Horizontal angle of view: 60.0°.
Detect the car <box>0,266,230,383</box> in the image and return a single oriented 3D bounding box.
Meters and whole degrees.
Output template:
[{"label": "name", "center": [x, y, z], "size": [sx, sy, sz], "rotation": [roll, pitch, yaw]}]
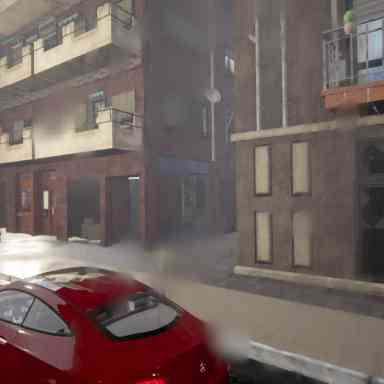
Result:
[{"label": "car", "center": [-1.566, 1.583, 3.970], "size": [4.206, 1.307, 1.802], "rotation": [0, -1, 36]}]
